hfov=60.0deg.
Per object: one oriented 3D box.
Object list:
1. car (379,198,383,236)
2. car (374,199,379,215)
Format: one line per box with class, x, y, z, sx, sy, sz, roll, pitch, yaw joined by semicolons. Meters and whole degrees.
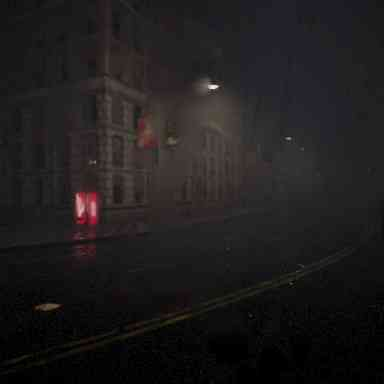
car;10.875;1.092;16.834;2.150;2.045;5.566;0;0;30
car;17.840;1.255;30.401;1.882;1.535;5.008;0;0;26
